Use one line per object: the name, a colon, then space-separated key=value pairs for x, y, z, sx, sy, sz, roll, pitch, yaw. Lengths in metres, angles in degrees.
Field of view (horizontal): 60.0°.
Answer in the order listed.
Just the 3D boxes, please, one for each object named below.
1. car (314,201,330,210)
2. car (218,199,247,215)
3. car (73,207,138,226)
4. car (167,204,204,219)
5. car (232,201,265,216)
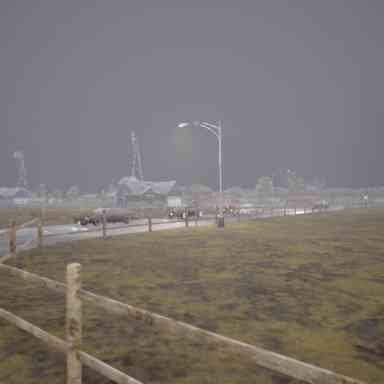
car: x=25.108 y=2.472 z=64.333 sx=2.097 sy=1.767 sz=4.553 roll=-2 pitch=-2 yaw=34
car: x=5.555 y=1.913 z=43.390 sx=2.150 sy=2.045 sz=5.566 roll=-2 pitch=-2 yaw=36
car: x=-6.659 y=1.884 z=26.314 sx=2.033 sy=1.411 sz=5.357 roll=-2 pitch=-2 yaw=36
car: x=-0.638 y=2.013 z=34.729 sx=1.837 sy=1.490 sz=4.892 roll=-2 pitch=-2 yaw=36
car: x=6.919 y=2.070 z=38.933 sx=1.812 sy=1.442 sz=4.674 roll=-2 pitch=-2 yaw=36
